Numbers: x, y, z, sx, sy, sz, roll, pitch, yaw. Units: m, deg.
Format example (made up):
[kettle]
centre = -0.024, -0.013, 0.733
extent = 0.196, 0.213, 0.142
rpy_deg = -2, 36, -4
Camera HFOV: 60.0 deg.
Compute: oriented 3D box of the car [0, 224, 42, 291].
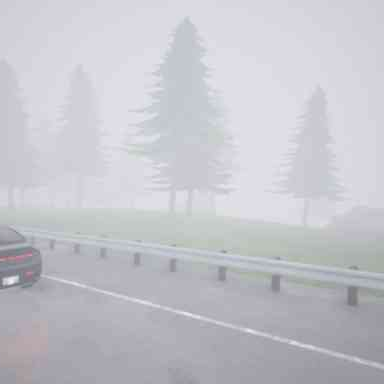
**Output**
[car]
centre = -5.505, 1.472, 7.915
extent = 4.892, 1.490, 1.837
rpy_deg = 0, 0, 35
